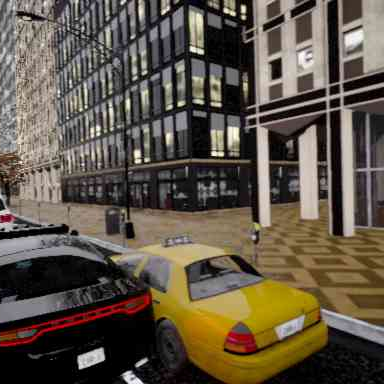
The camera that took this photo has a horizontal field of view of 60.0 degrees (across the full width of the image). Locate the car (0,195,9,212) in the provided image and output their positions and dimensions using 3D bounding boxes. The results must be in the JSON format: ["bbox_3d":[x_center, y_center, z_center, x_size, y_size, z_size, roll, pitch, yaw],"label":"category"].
[{"bbox_3d":[-8.543,1.088,13.043,2.150,2.045,5.566,-3,2,-37],"label":"car"}]

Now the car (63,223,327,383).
[{"bbox_3d":[-0.375,1.374,5.320,1.752,1.417,4.829,-2,2,-37],"label":"car"}]

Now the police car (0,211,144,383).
[{"bbox_3d":[-2.518,1.339,5.164,1.930,1.638,5.238,-3,2,-37],"label":"police car"}]
